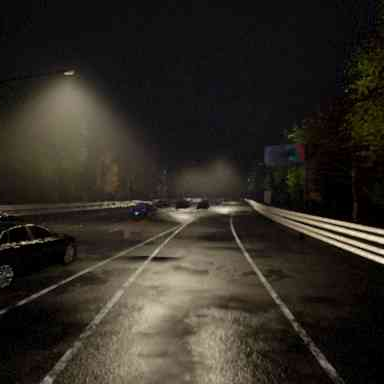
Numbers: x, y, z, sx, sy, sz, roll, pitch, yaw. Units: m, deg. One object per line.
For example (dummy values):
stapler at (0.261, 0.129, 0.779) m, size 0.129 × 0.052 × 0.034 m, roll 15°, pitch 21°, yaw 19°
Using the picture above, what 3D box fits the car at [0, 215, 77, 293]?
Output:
car at (-4.964, 1.562, 9.114) m, size 1.837 × 1.490 × 4.892 m, roll 1°, pitch -1°, yaw 8°

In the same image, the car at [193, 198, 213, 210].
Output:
car at (1.929, 2.223, 56.285) m, size 2.033 × 1.411 × 5.357 m, roll 0°, pitch -1°, yaw 8°

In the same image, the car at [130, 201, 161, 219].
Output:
car at (-4.905, 1.877, 33.732) m, size 1.812 × 1.442 × 4.674 m, roll 0°, pitch -1°, yaw 8°

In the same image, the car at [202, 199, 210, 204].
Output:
car at (3.949, 2.691, 94.194) m, size 1.837 × 1.490 × 4.892 m, roll 0°, pitch -1°, yaw 8°

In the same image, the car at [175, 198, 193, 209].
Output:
car at (-1.519, 2.190, 56.881) m, size 1.812 × 1.442 × 4.674 m, roll 0°, pitch -1°, yaw 8°

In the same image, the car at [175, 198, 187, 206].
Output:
car at (-2.420, 2.243, 74.863) m, size 2.097 × 1.767 × 4.553 m, roll 0°, pitch -1°, yaw 8°

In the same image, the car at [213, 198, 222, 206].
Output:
car at (5.364, 2.352, 79.704) m, size 2.097 × 1.767 × 4.553 m, roll 0°, pitch -1°, yaw 8°

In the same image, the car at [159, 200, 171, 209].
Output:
car at (-4.971, 2.157, 57.441) m, size 1.837 × 1.490 × 4.892 m, roll 0°, pitch -1°, yaw 8°

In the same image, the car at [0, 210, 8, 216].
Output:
car at (-10.840, 1.601, 17.382) m, size 2.128 × 1.511 × 4.902 m, roll 0°, pitch -1°, yaw 8°
